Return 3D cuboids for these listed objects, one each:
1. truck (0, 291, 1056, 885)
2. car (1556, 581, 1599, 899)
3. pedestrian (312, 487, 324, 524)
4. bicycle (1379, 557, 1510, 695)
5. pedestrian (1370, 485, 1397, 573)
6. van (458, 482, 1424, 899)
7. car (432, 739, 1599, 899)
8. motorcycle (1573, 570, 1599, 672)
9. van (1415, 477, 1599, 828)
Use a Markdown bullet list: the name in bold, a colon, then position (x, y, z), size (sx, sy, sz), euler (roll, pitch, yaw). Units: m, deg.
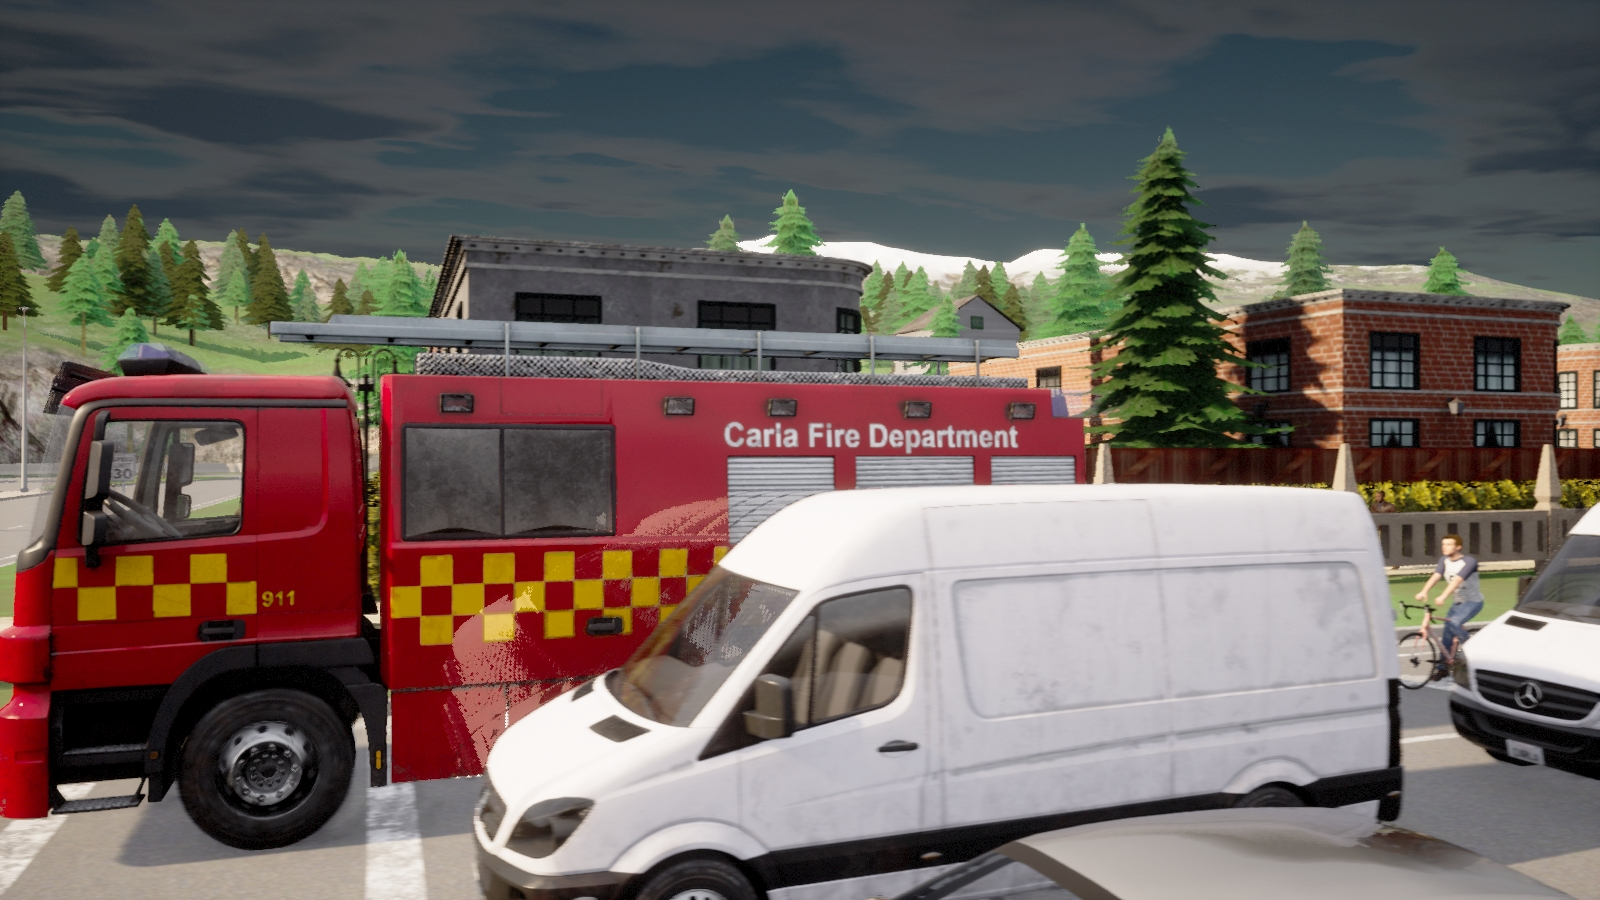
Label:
- **truck**: position (-2.231, 0.891, 9.949), size (8.468, 3.827, 2.891), euler (0, 0, -20)
- **car**: position (7.342, 1.754, 5.970), size (6.274, 2.098, 2.390), euler (0, 0, -20)
- **pedestrian**: position (-17.265, 1.978, 40.944), size (0.375, 1.300, 0.375), euler (0, 0, -19)
- **bicycle**: position (7.641, 2.056, 13.529), size (1.643, 1.496, 0.373), euler (0, 0, -20)
- **pedestrian**: position (12.634, 1.697, 24.735), size (0.375, 1.860, 0.375), euler (0, 0, -23)
- **van**: position (0.940, 1.535, 7.361), size (5.915, 2.561, 1.988), euler (0, 0, -20)
- **car**: position (1.052, 2.066, 3.684), size (4.193, 1.474, 1.816), euler (0, 0, -20)
- **motorcycle**: position (11.253, 2.205, 14.842), size (2.209, 1.251, 0.867), euler (0, 0, -20)
- **van**: position (8.528, 1.534, 10.122), size (5.915, 2.561, 1.988), euler (0, 0, -20)
